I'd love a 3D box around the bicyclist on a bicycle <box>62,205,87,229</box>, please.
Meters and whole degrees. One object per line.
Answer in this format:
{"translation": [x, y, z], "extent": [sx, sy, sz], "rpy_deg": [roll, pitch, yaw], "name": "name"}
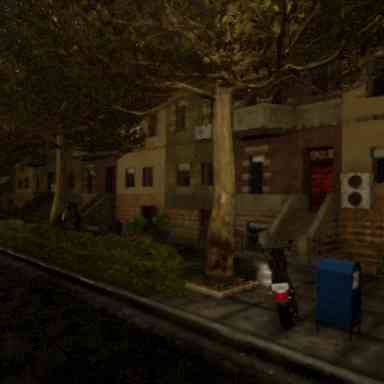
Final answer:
{"translation": [-5.596, 1.454, 15.533], "extent": [0.582, 1.620, 1.656], "rpy_deg": [0, -1, 44], "name": "bicyclist on a bicycle"}
